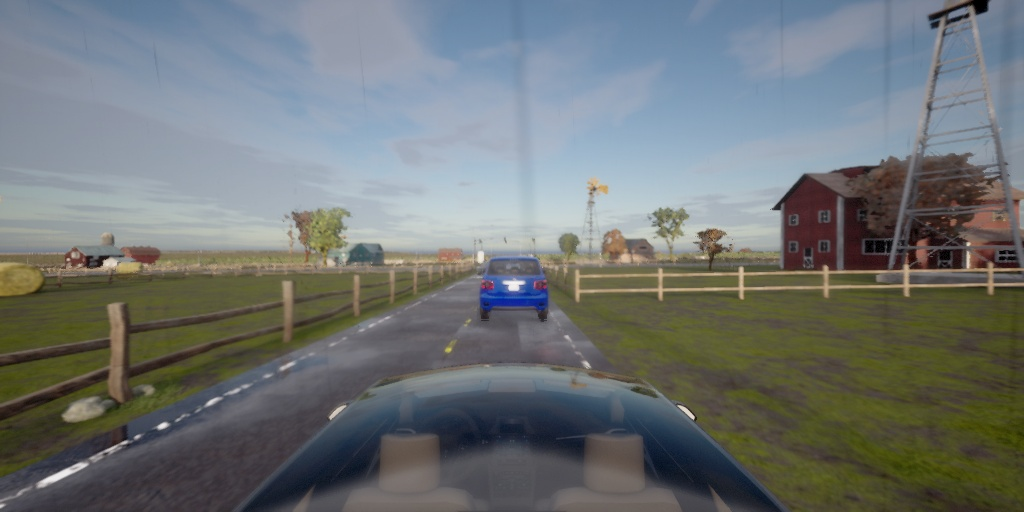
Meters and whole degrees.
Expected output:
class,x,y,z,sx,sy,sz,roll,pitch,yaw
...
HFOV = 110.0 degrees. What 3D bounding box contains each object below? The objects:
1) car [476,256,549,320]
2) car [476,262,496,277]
class,x,y,z,sx,sy,sz,roll,pitch,yaw
car,0.085,1.031,13.021,2.150,2.045,5.566,0,-1,1
car,-2.848,1.472,40.328,1.837,1.490,4.892,0,0,0
